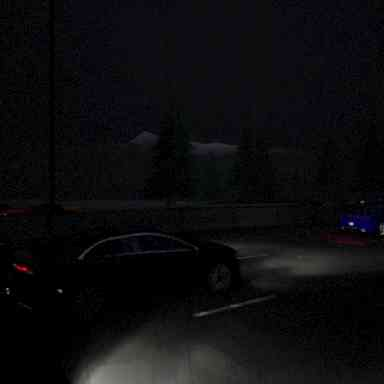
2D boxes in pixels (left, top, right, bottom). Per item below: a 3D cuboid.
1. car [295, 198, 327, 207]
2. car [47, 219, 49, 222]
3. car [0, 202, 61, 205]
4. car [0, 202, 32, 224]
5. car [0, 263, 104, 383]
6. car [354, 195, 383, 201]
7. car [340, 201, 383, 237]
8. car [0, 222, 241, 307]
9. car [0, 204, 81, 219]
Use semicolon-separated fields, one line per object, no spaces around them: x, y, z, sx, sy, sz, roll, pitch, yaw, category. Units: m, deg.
15.546;1.456;43.507;4.181;1.385;1.994;0;0;-21;car
-5.253;1.580;8.510;4.718;1.301;1.895;0;0;-35;car
-10.068;1.423;22.351;5.008;1.535;1.882;0;0;-33;car
-14.506;1.490;23.628;5.357;1.411;2.033;0;0;-35;car
-3.246;1.543;1.399;5.357;1.411;2.033;0;0;-36;car
22.582;1.246;42.413;4.553;1.767;2.097;0;0;-19;car
10.145;1.433;17.801;5.008;1.535;1.882;0;0;-28;car
-1.130;1.474;7.059;4.902;1.511;2.128;0;0;-34;car
-8.566;1.553;19.180;4.718;1.301;1.895;0;0;-33;car
